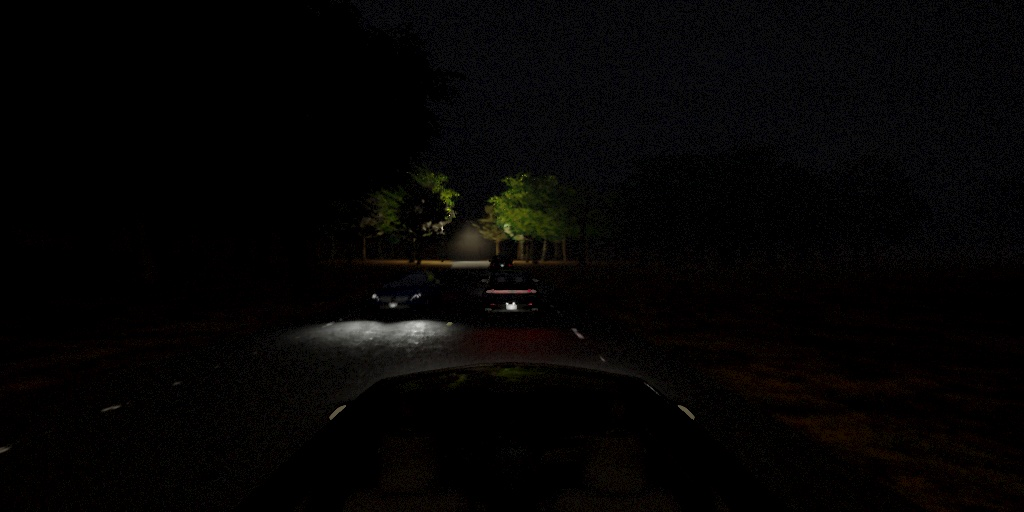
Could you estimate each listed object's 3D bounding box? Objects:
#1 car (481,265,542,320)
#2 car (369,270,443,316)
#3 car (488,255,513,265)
[{"bbox_3d":[-0.063,1.231,12.570,2.128,1.511,4.902,0,0,-1],"label":"car"},{"bbox_3d":[-3.788,1.272,13.577,1.812,1.442,4.674,0,0,-2],"label":"car"},{"bbox_3d":[-1.027,0.936,34.228,2.150,2.045,5.566,0,0,-4],"label":"car"}]
